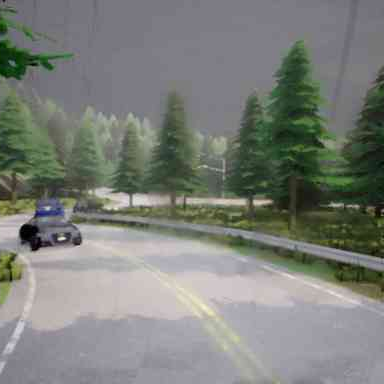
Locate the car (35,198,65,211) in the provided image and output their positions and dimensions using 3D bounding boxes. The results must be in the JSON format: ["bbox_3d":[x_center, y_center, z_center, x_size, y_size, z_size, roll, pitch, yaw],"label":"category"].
[{"bbox_3d":[-12.903,1.553,30.371,2.150,2.045,5.566,0,-1,-18],"label":"car"}]

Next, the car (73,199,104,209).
[{"bbox_3d":[-12.706,1.668,41.212,2.097,1.767,4.553,2,1,14],"label":"car"}]

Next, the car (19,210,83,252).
[{"bbox_3d":[-6.567,1.768,15.263,1.994,1.385,4.181,-2,0,-37],"label":"car"}]
